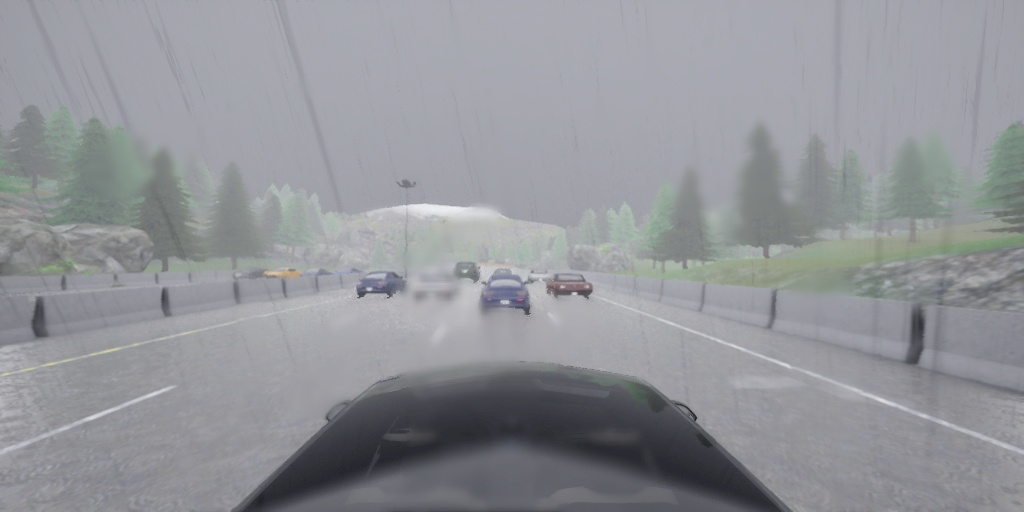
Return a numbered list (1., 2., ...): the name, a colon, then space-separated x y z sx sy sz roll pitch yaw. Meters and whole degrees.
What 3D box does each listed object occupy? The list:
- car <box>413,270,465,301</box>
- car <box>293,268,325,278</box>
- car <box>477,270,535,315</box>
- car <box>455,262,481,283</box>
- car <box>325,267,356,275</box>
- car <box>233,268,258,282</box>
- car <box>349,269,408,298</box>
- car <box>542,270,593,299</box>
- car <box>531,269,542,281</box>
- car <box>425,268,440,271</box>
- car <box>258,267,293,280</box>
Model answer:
1. car: -3.906 1.635 19.436 1.895 1.301 4.718 0 -1 -2
2. car: -22.238 2.097 40.615 1.812 1.442 4.674 0 -2 -2
3. car: -0.275 1.465 14.637 1.812 1.442 4.674 0 -1 -1
4. car: -4.396 1.623 35.746 2.150 2.045 5.566 0 -1 -2
5. car: -18.740 2.044 40.713 1.882 1.535 5.008 0 -2 -2
6. car: -29.241 2.082 40.714 2.128 1.511 4.902 0 -2 -2
7. car: -7.449 1.595 20.838 1.812 1.442 4.674 0 -1 -2
8. car: 3.075 1.636 20.230 1.895 1.301 4.718 0 -1 -2
9. car: 2.613 1.982 35.563 1.895 1.301 4.718 0 -1 -2
10. car: -7.911 1.946 36.203 1.812 1.442 4.674 0 -2 -2
11. car: -25.735 2.054 40.480 1.882 1.535 5.008 0 -2 -2
